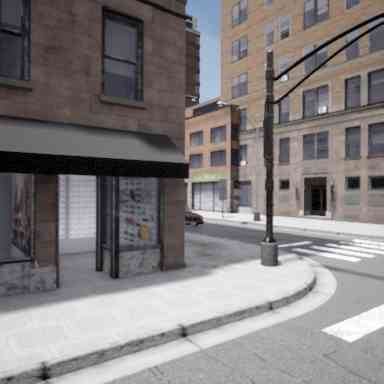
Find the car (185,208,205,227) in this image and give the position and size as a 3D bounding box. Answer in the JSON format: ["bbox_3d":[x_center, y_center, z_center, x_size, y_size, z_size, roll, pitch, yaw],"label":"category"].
[{"bbox_3d":[-1.455,1.433,21.307,2.033,1.411,5.357,0,0,-36],"label":"car"}]
